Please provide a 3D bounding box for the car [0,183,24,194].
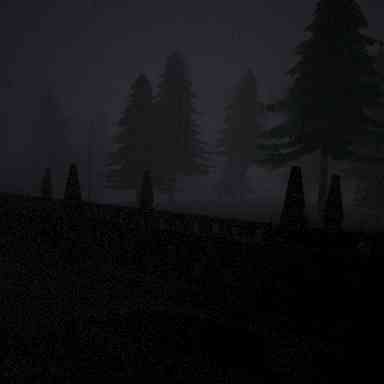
[{"bbox_3d":[-20.922,-0.219,36.189,2.128,1.511,4.902,4,2,37],"label":"car"}]
